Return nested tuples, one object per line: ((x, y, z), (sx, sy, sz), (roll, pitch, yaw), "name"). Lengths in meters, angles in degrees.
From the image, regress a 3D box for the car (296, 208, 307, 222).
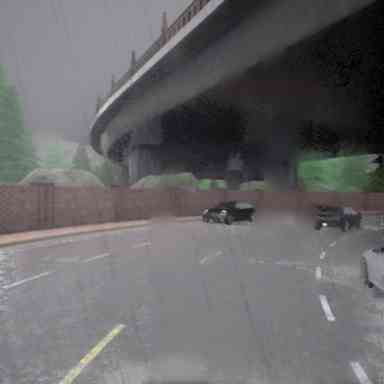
((10.388, 1.690, 26.960), (4.674, 1.442, 1.812), (1, 0, -37), "car")

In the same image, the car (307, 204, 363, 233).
((9.300, 1.650, 21.040), (1.837, 1.490, 4.892), (0, 0, 42), "car")

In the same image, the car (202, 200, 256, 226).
((2.792, 1.410, 24.347), (2.097, 1.767, 4.553), (1, 0, 42), "car")

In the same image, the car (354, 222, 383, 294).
((4.747, 1.596, 6.513), (1.812, 1.442, 4.674), (0, 0, 14), "car")
